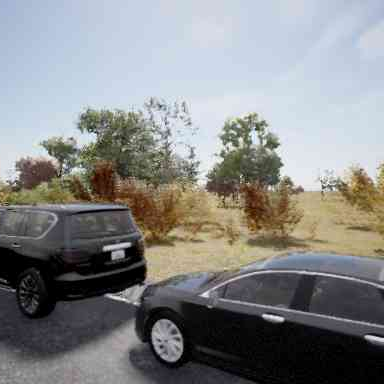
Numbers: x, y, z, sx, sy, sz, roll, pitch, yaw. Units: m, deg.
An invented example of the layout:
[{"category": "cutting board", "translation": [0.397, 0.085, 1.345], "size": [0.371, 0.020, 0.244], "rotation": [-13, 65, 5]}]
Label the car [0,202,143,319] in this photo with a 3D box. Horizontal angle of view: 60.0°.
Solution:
[{"category": "car", "translation": [-3.558, 1.260, 7.677], "size": [5.566, 2.045, 2.150], "rotation": [0, 0, 35]}]

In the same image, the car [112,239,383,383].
[{"category": "car", "translation": [1.389, 1.533, 4.167], "size": [4.892, 1.490, 1.837], "rotation": [0, 0, 36]}]
